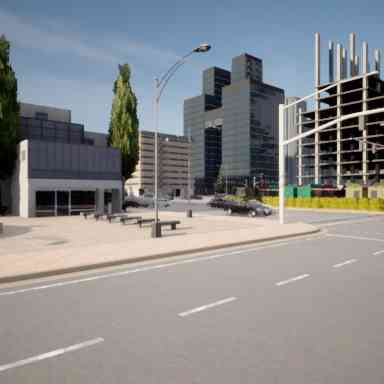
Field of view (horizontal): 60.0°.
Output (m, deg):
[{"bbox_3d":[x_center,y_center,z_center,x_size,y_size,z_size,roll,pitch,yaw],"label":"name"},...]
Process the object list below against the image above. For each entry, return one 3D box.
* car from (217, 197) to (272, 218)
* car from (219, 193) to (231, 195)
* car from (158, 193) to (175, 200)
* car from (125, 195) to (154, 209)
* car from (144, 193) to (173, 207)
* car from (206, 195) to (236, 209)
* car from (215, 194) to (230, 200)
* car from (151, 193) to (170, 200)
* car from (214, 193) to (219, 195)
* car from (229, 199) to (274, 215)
[{"bbox_3d":[4.971,1.491,30.404,2.128,1.511,4.902,0,0,-38],"label":"car"},{"bbox_3d":[7.941,1.395,67.807,3.806,1.475,1.970,0,0,-40],"label":"car"},{"bbox_3d":[-6.472,1.156,85.110,3.866,1.878,1.905,0,0,-40],"label":"car"},{"bbox_3d":[-7.796,1.504,46.613,1.837,1.490,4.892,0,0,-38],"label":"car"},{"bbox_3d":[-5.338,1.221,49.145,2.150,2.045,5.566,0,0,-38],"label":"car"},{"bbox_3d":[3.919,1.505,43.368,1.837,1.490,4.892,0,0,-38],"label":"car"},{"bbox_3d":[8.692,1.395,94.193,3.806,1.475,1.970,0,0,-40],"label":"car"},{"bbox_3d":[-8.280,1.153,87.371,4.605,1.855,1.932,0,0,-40],"label":"car"},{"bbox_3d":[6.099,1.156,70.041,3.866,1.878,1.905,0,0,-40],"label":"car"},{"bbox_3d":[6.115,1.526,34.638,1.812,1.442,4.674,0,0,-38],"label":"car"}]
